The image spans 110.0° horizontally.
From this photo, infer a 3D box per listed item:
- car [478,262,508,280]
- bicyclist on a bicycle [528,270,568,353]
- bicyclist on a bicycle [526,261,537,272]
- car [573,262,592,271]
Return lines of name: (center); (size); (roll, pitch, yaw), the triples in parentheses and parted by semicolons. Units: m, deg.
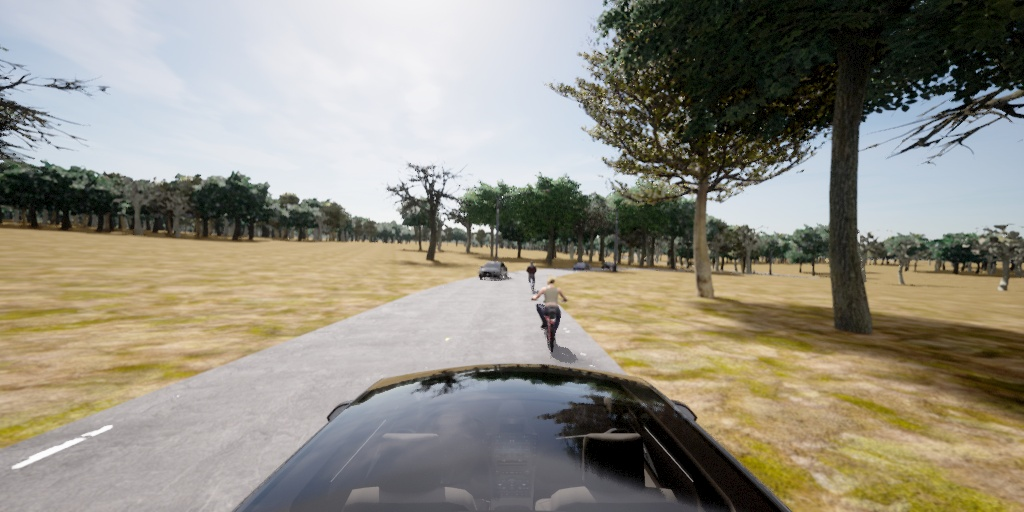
car: (-1.558, 1.243, 31.011); (1.837, 1.490, 4.892); (1, 0, 10)
bicyclist on a bicycle: (0.845, 1.218, 8.020); (0.866, 1.612, 1.509); (1, 0, 0)
bicyclist on a bicycle: (1.139, 1.174, 20.680); (0.659, 1.776, 1.843); (2, 0, 4)
car: (11.805, 1.740, 59.966); (2.033, 1.411, 5.357); (2, 0, 28)
